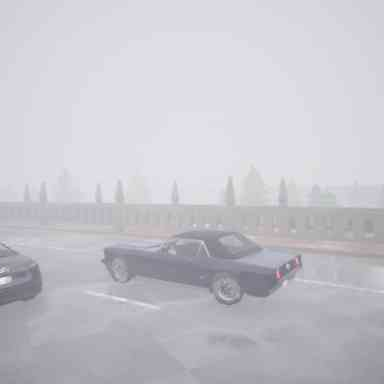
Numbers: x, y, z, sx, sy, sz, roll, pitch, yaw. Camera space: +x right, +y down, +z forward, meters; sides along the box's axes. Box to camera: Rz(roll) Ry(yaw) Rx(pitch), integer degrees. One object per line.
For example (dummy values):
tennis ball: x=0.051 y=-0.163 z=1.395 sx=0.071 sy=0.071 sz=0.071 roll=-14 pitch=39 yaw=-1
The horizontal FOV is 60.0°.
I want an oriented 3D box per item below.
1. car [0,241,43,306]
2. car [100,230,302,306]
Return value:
car: x=-5.108 y=1.570 z=6.981 sx=4.181 sy=1.385 sz=1.994 roll=0 pitch=0 yaw=31
car: x=0.020 y=1.580 z=7.983 sx=4.718 sy=1.301 sz=1.895 roll=0 pitch=0 yaw=33
